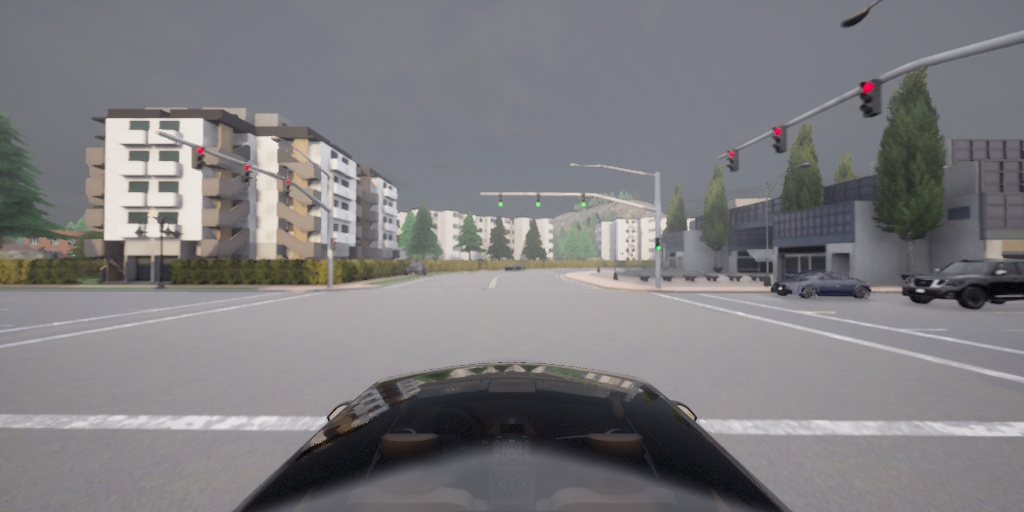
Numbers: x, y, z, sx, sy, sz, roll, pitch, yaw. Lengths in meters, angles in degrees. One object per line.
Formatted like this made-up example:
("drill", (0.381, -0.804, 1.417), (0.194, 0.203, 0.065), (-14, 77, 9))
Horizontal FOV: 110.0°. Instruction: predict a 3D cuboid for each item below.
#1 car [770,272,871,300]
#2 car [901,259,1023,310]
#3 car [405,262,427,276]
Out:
("car", (16.233, 1.537, 18.997), (4.181, 1.385, 1.994), (0, -1, 1))
("car", (20.359, 1.149, 15.394), (5.566, 2.045, 2.150), (0, -1, 1))
("car", (-11.681, 1.489, 43.793), (2.097, 1.767, 4.553), (0, -1, -6))
